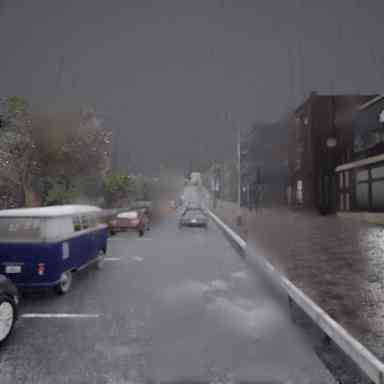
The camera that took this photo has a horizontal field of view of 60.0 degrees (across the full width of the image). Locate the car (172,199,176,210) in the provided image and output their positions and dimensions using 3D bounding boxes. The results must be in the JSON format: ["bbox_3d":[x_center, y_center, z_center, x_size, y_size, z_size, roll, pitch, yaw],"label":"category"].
[{"bbox_3d":[-3.602,2.003,42.263,2.097,1.535,5.008,0,-1,2],"label":"car"}]

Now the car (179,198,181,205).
[{"bbox_3d":[-3.581,2.232,58.896,2.097,1.535,5.008,0,0,2],"label":"car"}]

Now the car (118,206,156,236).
[{"bbox_3d":[-3.629,1.776,20.087,2.002,1.452,4.674,0,-1,0],"label":"car"}]

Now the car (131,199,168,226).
[{"bbox_3d":[-3.621,1.578,26.835,2.435,2.045,5.566,0,-1,1],"label":"car"}]

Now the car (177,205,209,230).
[{"bbox_3d":[0.127,1.832,23.161,1.994,1.385,4.181,0,-1,0],"label":"car"}]

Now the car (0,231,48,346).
[{"bbox_3d":[-3.650,1.521,3.433,2.231,1.521,4.892,0,0,-2],"label":"car"}]

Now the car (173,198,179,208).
[{"bbox_3d":[-3.581,2.133,52.515,1.946,1.575,5.366,0,-1,2],"label":"car"}]

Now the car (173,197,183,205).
[{"bbox_3d":[-3.574,2.305,64.451,2.231,1.521,4.892,0,-1,2],"label":"car"}]

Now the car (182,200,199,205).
[{"bbox_3d":[0.150,2.041,41.605,2.033,1.411,5.357,0,-1,0],"label":"car"}]

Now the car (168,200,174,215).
[{"bbox_3d":[-3.608,1.921,36.716,2.097,1.535,5.008,0,0,2],"label":"car"}]

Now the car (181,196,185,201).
[{"bbox_3d":[-3.556,2.194,78.948,2.435,2.045,5.566,0,-1,2],"label":"car"}]

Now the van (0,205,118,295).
[{"bbox_3d":[-3.637,1.383,9.120,1.878,1.987,4.442,0,-1,2],"label":"van"}]
